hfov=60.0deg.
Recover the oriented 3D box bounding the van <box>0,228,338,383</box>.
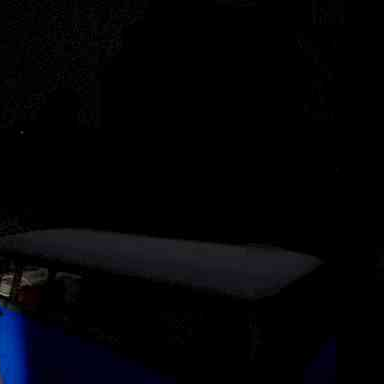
[{"bbox_3d":[-0.674,1.341,3.298,3.998,1.788,1.690,0,0,36],"label":"van"}]
